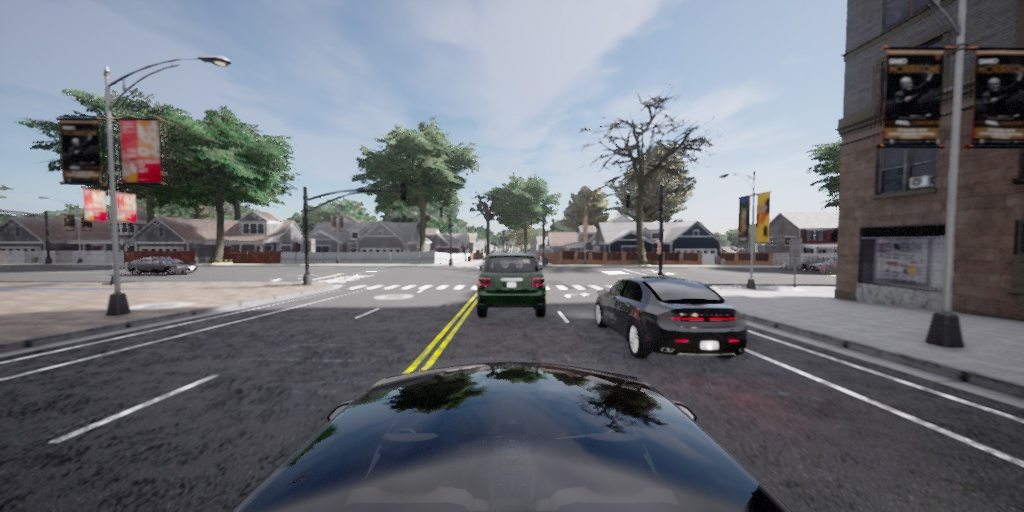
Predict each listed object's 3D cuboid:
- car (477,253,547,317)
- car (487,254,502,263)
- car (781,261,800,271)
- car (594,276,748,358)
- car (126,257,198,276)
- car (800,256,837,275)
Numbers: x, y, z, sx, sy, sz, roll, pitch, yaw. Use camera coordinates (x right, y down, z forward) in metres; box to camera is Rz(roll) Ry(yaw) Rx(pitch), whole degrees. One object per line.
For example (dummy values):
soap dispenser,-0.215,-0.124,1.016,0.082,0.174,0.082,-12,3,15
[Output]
car,-0.031,0.902,12.925,2.150,2.045,5.566,0,0,0
car,-2.917,0.431,60.476,2.128,1.511,4.902,0,1,1
car,30.170,0.770,36.496,4.902,1.511,2.128,0,3,0
car,3.250,1.210,8.318,1.837,1.490,4.892,0,0,0
car,-29.182,0.844,29.986,4.902,1.511,2.128,0,3,0
car,29.875,0.985,33.256,4.181,1.385,1.994,0,3,0
